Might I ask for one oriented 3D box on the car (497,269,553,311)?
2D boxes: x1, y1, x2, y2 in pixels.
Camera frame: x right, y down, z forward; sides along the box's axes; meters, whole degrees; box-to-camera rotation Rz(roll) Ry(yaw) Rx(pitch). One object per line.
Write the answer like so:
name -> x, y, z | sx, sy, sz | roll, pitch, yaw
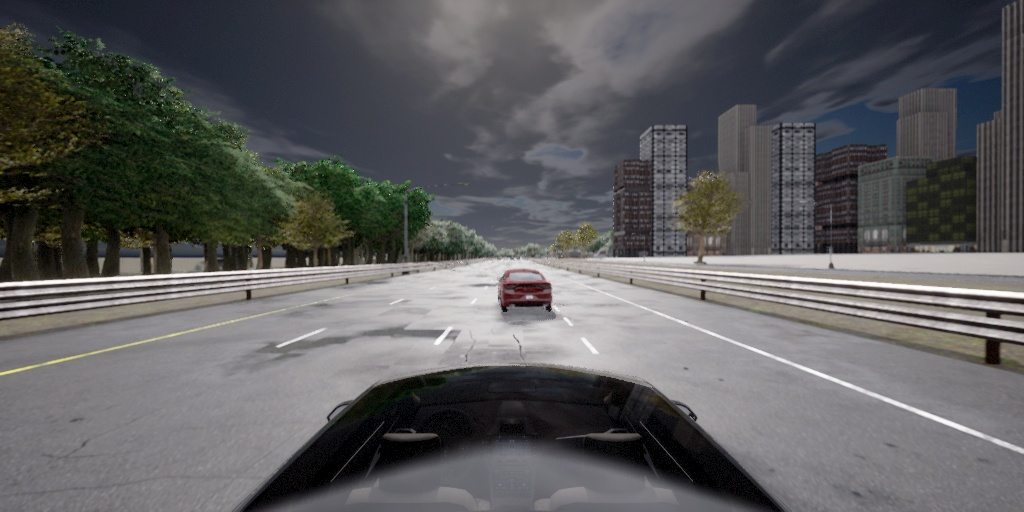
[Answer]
car -> 0.425, 1.287, 14.947 | 1.882, 1.535, 5.008 | 0, 0, -4
